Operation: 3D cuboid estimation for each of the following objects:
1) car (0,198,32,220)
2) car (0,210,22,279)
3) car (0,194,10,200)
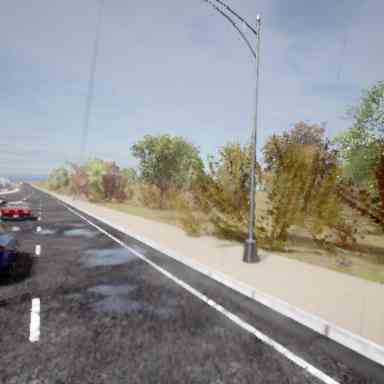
[{"bbox_3d":[-13.401,1.404,25.672,1.895,1.301,4.718,1,0,-24],"label":"car"},{"bbox_3d":[-5.959,1.441,9.264,1.812,1.442,4.674,1,0,-24],"label":"car"},{"bbox_3d":[-26.572,1.088,46.613,2.128,1.511,4.902,1,0,-24],"label":"car"}]
